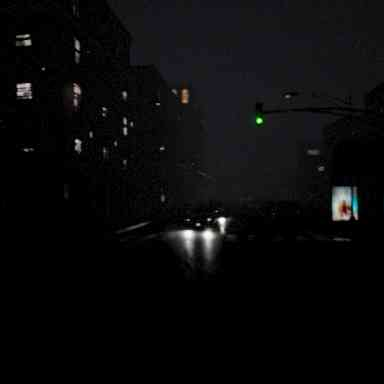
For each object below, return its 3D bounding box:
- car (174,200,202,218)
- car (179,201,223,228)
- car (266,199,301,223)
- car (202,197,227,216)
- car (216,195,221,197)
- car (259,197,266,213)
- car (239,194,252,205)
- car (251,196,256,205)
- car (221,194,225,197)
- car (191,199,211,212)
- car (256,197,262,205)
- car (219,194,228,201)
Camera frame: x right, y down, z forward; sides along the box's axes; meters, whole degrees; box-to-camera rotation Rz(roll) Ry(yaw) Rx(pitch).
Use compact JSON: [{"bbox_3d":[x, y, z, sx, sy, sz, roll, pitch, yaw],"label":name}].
[{"bbox_3d":[-0.538,1.693,31.741,2.008,1.369,4.403,-2,0,9],"label":"car"},{"bbox_3d":[0.778,1.626,23.133,2.033,1.411,5.357,-1,0,9],"label":"car"},{"bbox_3d":[6.887,1.409,24.861,1.967,1.590,4.097,-2,0,9],"label":"car"},{"bbox_3d":[2.331,1.573,33.347,1.882,1.535,5.008,-1,0,9],"label":"car"},{"bbox_3d":[3.721,1.724,59.732,1.752,1.417,4.829,-2,0,9],"label":"car"},{"bbox_3d":[8.605,1.571,36.124,1.802,1.307,4.206,-2,0,9],"label":"car"},{"bbox_3d":[10.140,1.318,63.523,2.150,2.045,5.566,-1,0,9],"label":"car"},{"bbox_3d":[12.033,1.586,58.652,2.008,1.369,4.403,-2,0,9],"label":"car"},{"bbox_3d":[5.458,1.667,71.163,1.967,1.590,4.097,-2,0,9],"label":"car"},{"bbox_3d":[1.176,1.714,43.005,2.008,1.369,4.403,-2,0,9],"label":"car"},{"bbox_3d":[9.461,1.550,41.757,2.008,1.369,4.403,-2,0,9],"label":"car"},{"bbox_3d":[8.883,1.606,93.690,2.192,1.841,5.009,-2,0,9],"label":"car"}]
